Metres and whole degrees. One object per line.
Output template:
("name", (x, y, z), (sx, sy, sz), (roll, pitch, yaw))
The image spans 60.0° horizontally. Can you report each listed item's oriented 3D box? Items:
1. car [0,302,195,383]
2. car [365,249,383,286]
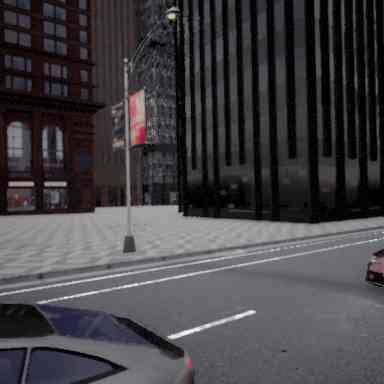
("car", (-1.946, 1.624, 2.252), (4.181, 1.385, 1.994), (0, -1, -36))
("car", (6.119, 1.590, 8.176), (4.181, 1.385, 1.994), (0, -1, -35))
